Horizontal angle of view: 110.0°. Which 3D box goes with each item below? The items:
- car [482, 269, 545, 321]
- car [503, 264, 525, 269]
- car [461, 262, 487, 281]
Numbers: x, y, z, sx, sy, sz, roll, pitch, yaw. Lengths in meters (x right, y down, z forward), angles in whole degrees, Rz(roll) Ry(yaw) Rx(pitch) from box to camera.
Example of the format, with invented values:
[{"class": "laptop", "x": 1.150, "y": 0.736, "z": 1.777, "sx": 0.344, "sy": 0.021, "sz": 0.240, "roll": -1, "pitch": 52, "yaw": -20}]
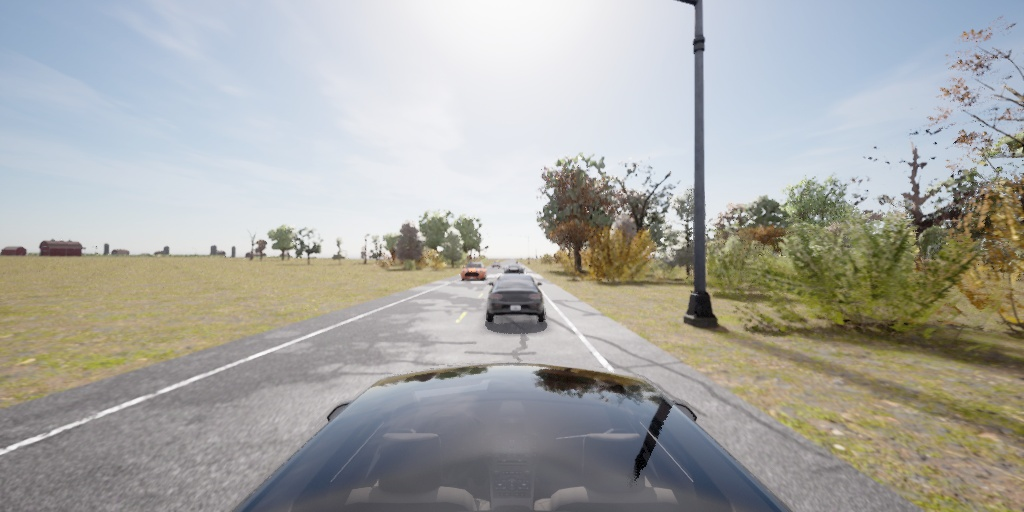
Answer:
[{"class": "car", "x": 0.121, "y": 1.371, "z": 12.803, "sx": 1.812, "sy": 1.442, "sz": 4.674, "roll": 0, "pitch": 0, "yaw": 0}, {"class": "car", "x": 0.184, "y": 1.523, "z": 33.241, "sx": 1.837, "sy": 1.490, "sz": 4.892, "roll": 0, "pitch": 0, "yaw": 0}, {"class": "car", "x": -3.509, "y": 1.374, "z": 33.734, "sx": 2.097, "sy": 1.767, "sz": 4.553, "roll": 0, "pitch": 0, "yaw": 0}]
